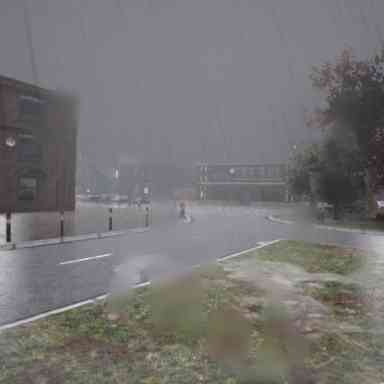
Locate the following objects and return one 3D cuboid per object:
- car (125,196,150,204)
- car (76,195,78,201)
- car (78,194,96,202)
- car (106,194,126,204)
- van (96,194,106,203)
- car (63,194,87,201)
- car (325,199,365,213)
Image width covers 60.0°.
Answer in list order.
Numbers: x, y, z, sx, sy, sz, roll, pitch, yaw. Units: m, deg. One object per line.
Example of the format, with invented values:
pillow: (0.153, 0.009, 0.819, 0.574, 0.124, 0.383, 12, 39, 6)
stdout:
car: (-10.319, 1.762, 66.228, 2.163, 1.488, 4.792, 1, -1, 31)
car: (-24.576, 1.388, 74.886, 2.097, 1.535, 5.008, 2, 0, 31)
car: (-22.070, 1.332, 73.415, 2.185, 1.767, 4.553, 2, 0, 31)
car: (-14.933, 1.512, 69.095, 2.185, 1.767, 4.553, 1, -1, 31)
van: (-17.494, 1.351, 70.475, 1.878, 1.987, 4.442, 1, -1, 31)
car: (-26.840, 1.327, 76.271, 2.231, 1.521, 4.892, 2, 0, 31)
car: (22.333, 2.045, 48.569, 5.566, 2.045, 2.150, 1, -1, -6)
